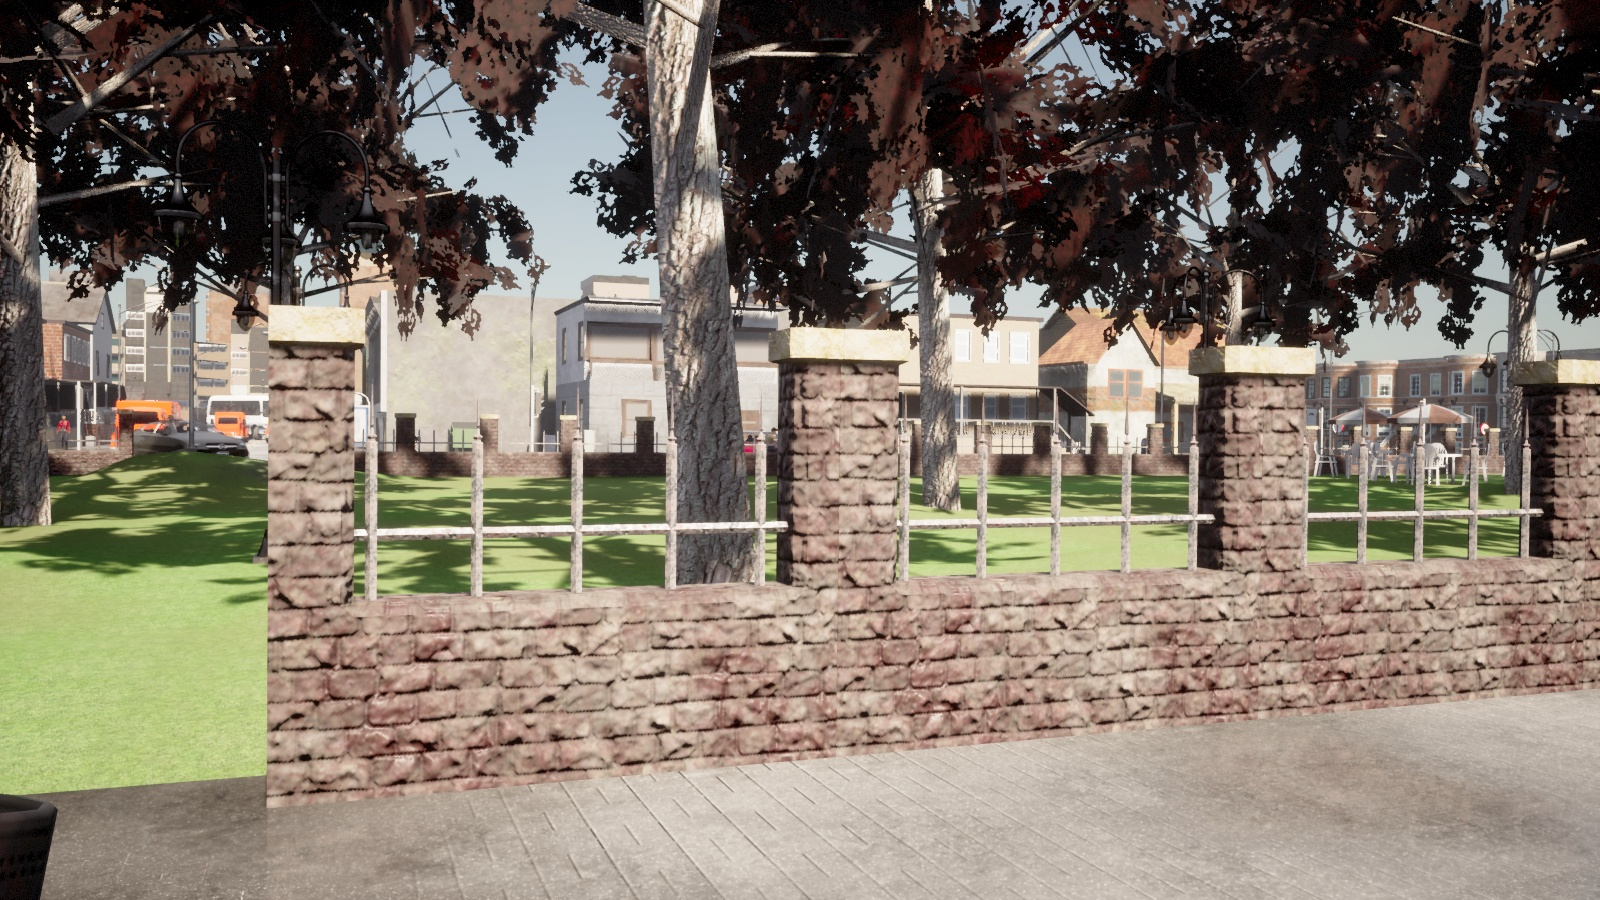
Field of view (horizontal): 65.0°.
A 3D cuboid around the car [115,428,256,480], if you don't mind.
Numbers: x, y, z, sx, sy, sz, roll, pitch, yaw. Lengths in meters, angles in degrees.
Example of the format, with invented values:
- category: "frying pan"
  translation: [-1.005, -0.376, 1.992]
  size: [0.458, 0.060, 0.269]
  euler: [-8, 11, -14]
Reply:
- category: "car"
  translation: [-21.027, 0.106, 42.911]
  size: [5.027, 1.651, 2.152]
  euler: [0, 1, 35]

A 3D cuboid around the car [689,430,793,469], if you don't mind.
- category: "car"
  translation: [-2.411, -0.045, 51.313]
  size: [3.806, 1.475, 1.970]
  euler: [-1, 1, -21]

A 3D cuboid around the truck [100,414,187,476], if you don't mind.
- category: "truck"
  translation: [-27.590, -0.258, 52.954]
  size: [2.627, 2.467, 5.204]
  euler: [-1, 1, -21]

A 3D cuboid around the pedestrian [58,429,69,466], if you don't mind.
- category: "pedestrian"
  translation: [-36.867, -0.117, 62.861]
  size: [0.331, 1.846, 0.636]
  euler: [-1, 1, -23]
